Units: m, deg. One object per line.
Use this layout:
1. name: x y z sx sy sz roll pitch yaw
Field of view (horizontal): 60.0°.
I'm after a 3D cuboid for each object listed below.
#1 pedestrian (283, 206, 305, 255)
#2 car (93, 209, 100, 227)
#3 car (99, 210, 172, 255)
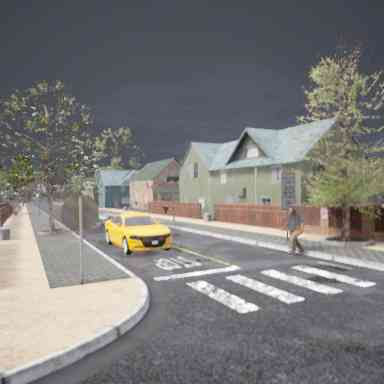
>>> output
1. pedestrian: 3.652 1.354 11.888 0.375 1.860 0.375 -3 2 -27
2. car: -7.304 1.931 24.308 1.812 1.442 4.674 -1 -1 -27
3. car: -2.535 1.702 14.881 1.882 1.535 5.008 -1 0 -27
